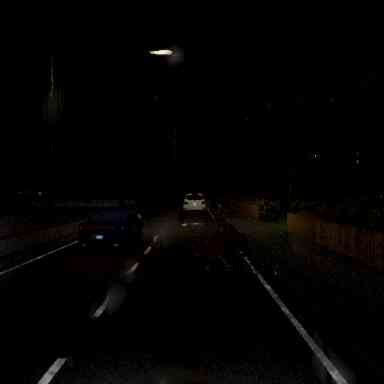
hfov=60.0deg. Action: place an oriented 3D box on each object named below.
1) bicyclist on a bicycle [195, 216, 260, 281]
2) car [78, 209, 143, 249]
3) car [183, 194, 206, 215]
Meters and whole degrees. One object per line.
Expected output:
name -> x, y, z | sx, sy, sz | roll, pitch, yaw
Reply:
bicyclist on a bicycle -> 0.884, 1.434, 8.327 | 1.656, 1.620, 0.582 | 0, 0, 0
car -> -3.329, 1.473, 14.457 | 1.882, 1.535, 5.008 | 0, 0, 0
car -> 0.272, 1.209, 33.984 | 2.150, 2.045, 5.566 | 0, 0, 0
